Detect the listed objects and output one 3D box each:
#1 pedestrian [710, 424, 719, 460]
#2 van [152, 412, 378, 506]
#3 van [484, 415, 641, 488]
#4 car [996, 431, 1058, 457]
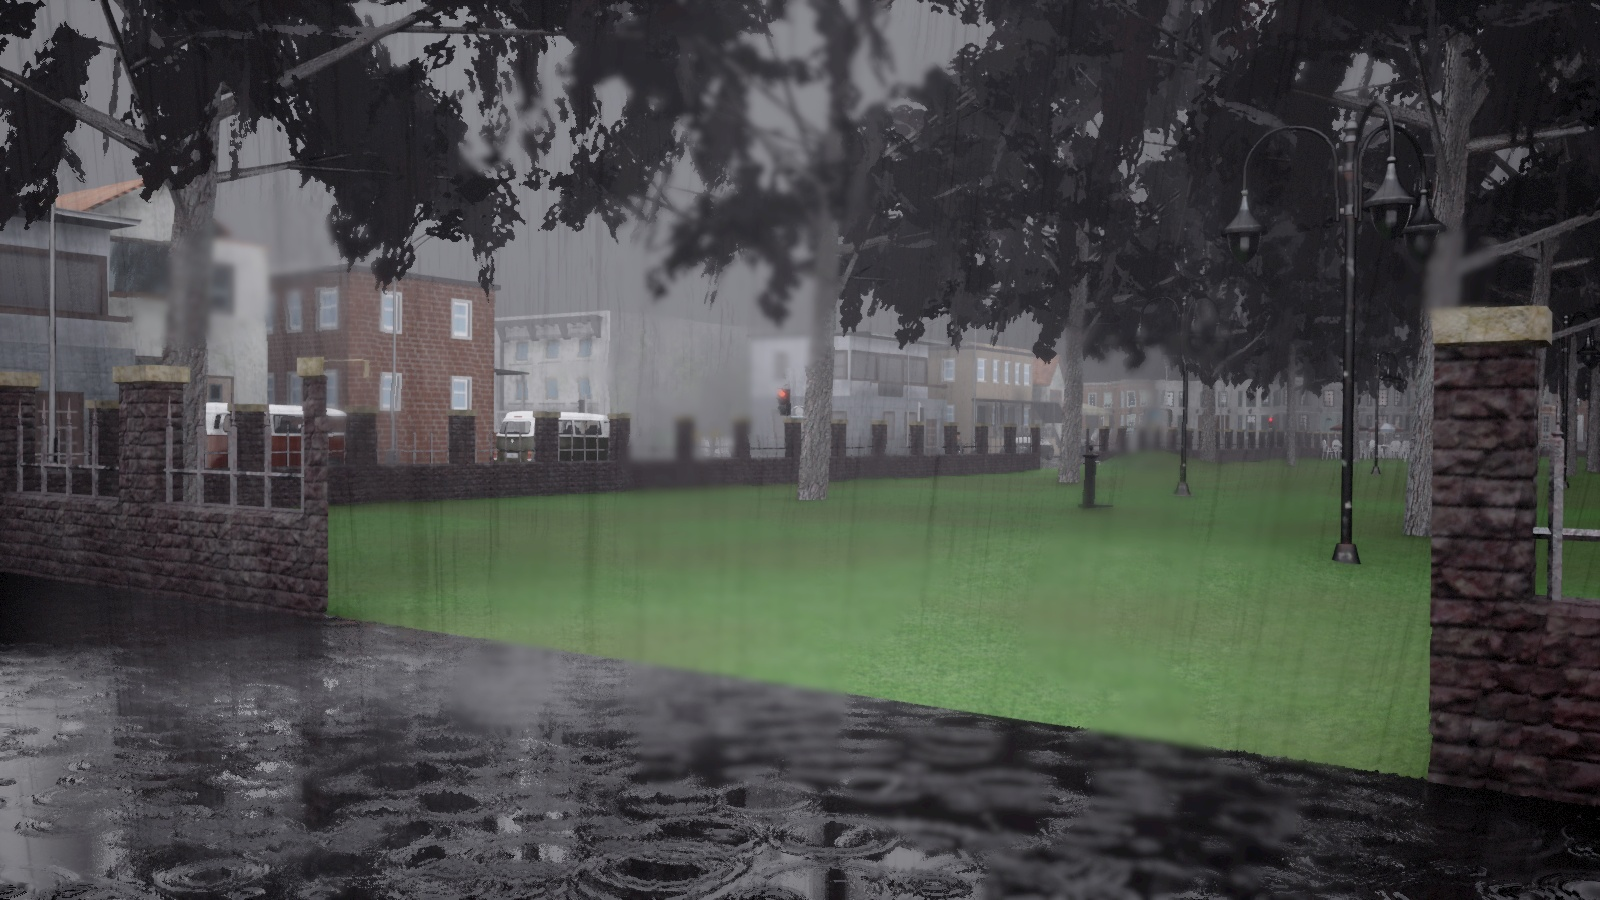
[{"bbox_3d":[-4.417,-0.410,64.974,0.431,1.840,0.709,-1,1,-4],"label":"pedestrian"},{"bbox_3d":[-12.479,0.164,29.562,2.069,2.038,4.480,0,1,33],"label":"van"},{"bbox_3d":[-7.002,0.007,37.457,2.069,2.038,4.480,0,1,33],"label":"van"},{"bbox_3d":[13.397,-0.373,73.902,1.812,1.442,4.674,0,1,35],"label":"car"}]
